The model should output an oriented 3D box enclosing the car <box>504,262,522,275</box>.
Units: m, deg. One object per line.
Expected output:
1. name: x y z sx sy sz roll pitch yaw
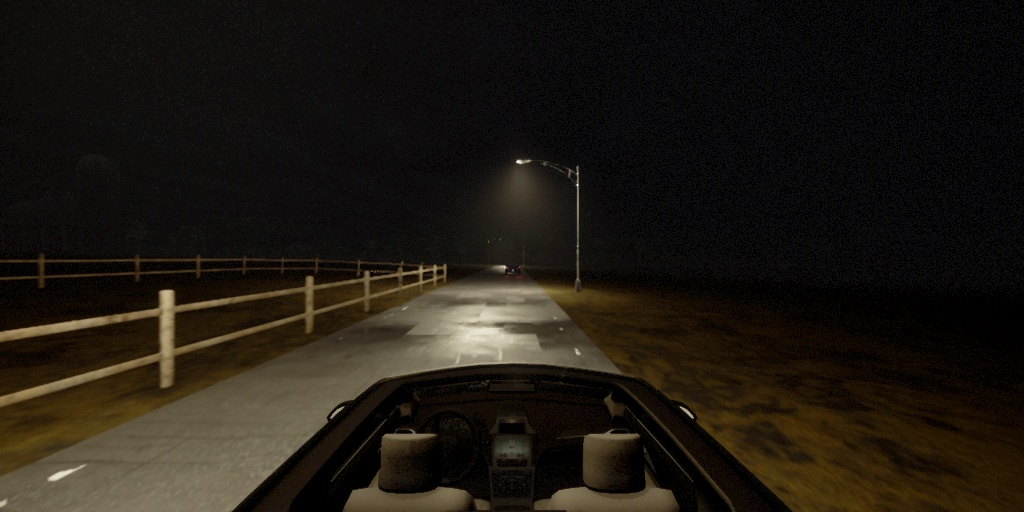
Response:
1. car: 0.110 1.441 42.712 1.812 1.442 4.674 0 0 0
